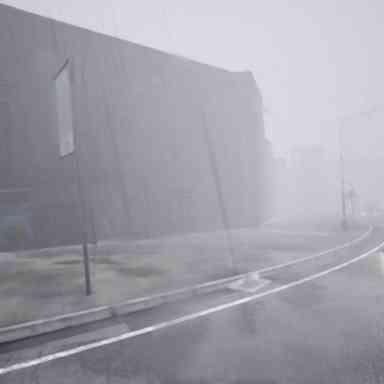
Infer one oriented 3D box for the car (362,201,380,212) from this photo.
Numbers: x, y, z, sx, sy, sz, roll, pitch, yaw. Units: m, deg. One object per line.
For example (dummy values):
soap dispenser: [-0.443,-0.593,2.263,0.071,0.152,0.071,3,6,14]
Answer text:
car: [28.419,2.299,52.785,2.097,1.767,4.553,-2,-2,33]
